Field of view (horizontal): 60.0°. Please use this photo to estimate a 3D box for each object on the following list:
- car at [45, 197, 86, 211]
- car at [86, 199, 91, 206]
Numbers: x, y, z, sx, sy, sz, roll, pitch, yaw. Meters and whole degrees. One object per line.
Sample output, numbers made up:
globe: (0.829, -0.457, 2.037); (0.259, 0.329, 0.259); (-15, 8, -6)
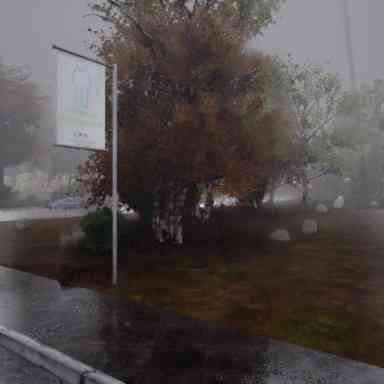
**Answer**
car: (-15.599, 1.553, 40.479); (1.994, 1.385, 4.181); (0, 0, 38)
car: (-16.172, 1.484, 45.361); (1.837, 1.490, 4.892); (0, 0, 40)
